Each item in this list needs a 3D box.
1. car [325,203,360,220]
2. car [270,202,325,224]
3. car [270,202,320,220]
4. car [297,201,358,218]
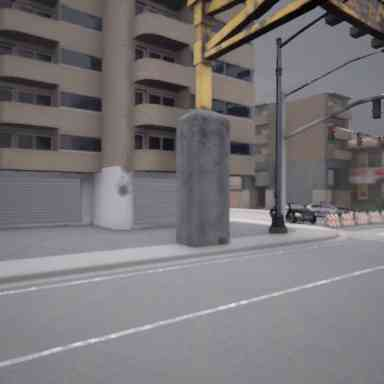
[{"bbox_3d":[11.544,1.619,28.339,4.974,1.542,2.038,0,0,35],"label":"car"},{"bbox_3d":[7.965,1.592,26.196,2.038,1.542,4.974,0,0,-10],"label":"car"},{"bbox_3d":[7.956,1.434,26.248,1.853,1.218,4.536,0,0,-10],"label":"car"},{"bbox_3d":[11.502,1.461,28.369,4.536,1.218,1.853,0,0,35],"label":"car"}]
